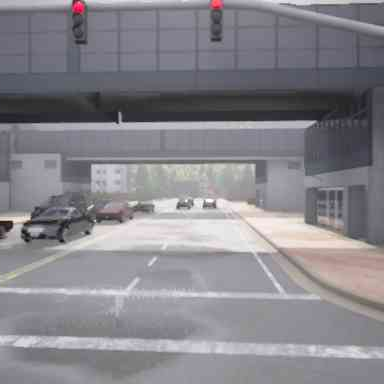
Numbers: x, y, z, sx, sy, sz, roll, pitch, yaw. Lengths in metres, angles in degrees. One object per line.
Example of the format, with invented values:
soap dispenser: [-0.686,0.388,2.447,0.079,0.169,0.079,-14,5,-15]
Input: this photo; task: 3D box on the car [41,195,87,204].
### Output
car: [-9.385,1.224,24.177,2.150,2.045,5.566,0,0,3]

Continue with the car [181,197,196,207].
car: [-0.569,1.537,54.937,2.128,1.511,4.902,0,0,3]

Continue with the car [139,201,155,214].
car: [-5.229,1.622,35.806,1.895,1.301,4.718,0,0,3]

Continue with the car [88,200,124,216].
car: [-8.806,1.560,34.620,2.033,1.411,5.357,0,0,3]

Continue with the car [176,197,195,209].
car: [-1.111,1.584,45.264,2.033,1.411,5.357,0,0,3]

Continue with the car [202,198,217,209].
car: [2.458,1.608,46.396,1.994,1.385,4.181,0,0,3]

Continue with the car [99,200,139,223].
car: [-5.801,1.489,25.700,1.882,1.535,5.008,0,0,3]

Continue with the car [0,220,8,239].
car: [-9.943,1.595,14.427,1.895,1.301,4.718,0,0,3]

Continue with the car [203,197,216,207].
car: [2.921,1.616,54.669,1.994,1.385,4.181,0,0,3]

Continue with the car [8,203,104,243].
car: [-6.324,1.494,16.210,2.128,1.511,4.902,0,0,4]
